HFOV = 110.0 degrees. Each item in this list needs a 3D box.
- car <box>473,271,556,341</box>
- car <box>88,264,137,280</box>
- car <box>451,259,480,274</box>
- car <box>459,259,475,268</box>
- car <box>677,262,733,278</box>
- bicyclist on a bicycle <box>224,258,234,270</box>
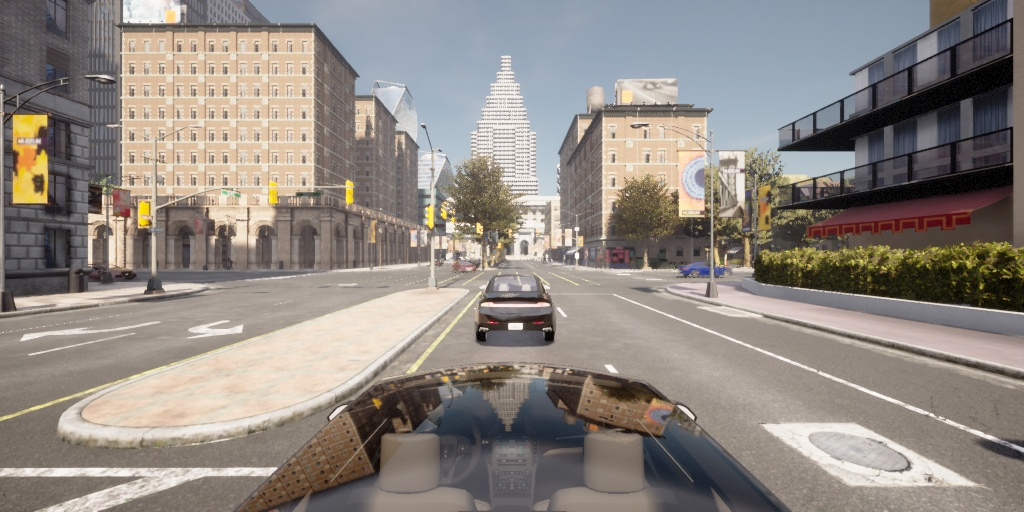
[{"bbox_3d":[0.083,1.242,9.836,2.128,1.511,4.902,0,0,0],"label":"car"},{"bbox_3d":[-33.463,1.314,29.294,4.181,1.385,1.994,0,0,0],"label":"car"},{"bbox_3d":[-5.773,1.275,41.910,1.812,1.442,4.674,-1,0,-27],"label":"car"},{"bbox_3d":[-7.971,1.242,63.823,2.128,1.511,4.902,0,0,0],"label":"car"},{"bbox_3d":[17.748,1.276,33.044,4.674,1.442,1.812,0,0,1],"label":"car"},{"bbox_3d":[-37.237,1.050,47.246,0.582,1.620,1.656,0,0,0],"label":"bicyclist on a bicycle"}]
